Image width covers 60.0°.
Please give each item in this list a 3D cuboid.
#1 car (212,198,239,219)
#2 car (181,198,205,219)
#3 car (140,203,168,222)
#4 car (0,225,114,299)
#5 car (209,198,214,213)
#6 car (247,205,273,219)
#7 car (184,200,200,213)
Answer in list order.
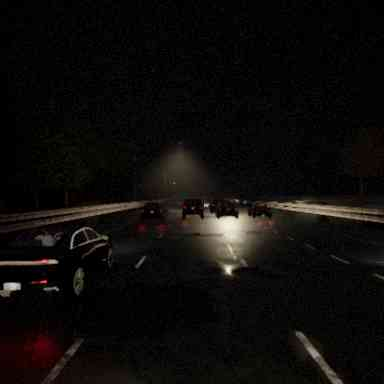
[{"bbox_3d":[3.507,1.791,34.271,2.097,1.767,4.553,0,-1,0],"label":"car"},{"bbox_3d":[0.105,1.658,34.088,2.150,2.045,5.566,0,-1,0],"label":"car"},{"bbox_3d":[-3.395,1.740,30.391,2.097,1.767,4.553,0,-1,0],"label":"car"},{"bbox_3d":[-3.400,1.605,8.735,2.128,1.511,4.902,0,-1,0],"label":"car"},{"bbox_3d":[3.513,1.804,44.968,2.150,2.045,5.566,0,-1,0],"label":"car"},{"bbox_3d":[7.012,2.048,34.909,1.895,1.301,4.718,0,-1,0],"label":"car"},{"bbox_3d":[0.022,1.945,45.937,2.097,1.767,4.553,0,-1,0],"label":"car"}]
